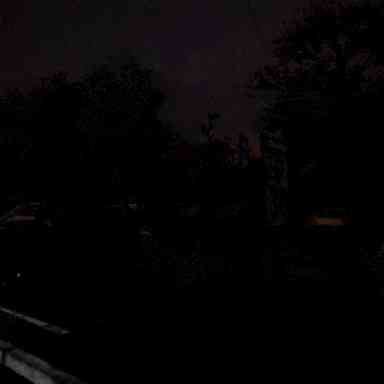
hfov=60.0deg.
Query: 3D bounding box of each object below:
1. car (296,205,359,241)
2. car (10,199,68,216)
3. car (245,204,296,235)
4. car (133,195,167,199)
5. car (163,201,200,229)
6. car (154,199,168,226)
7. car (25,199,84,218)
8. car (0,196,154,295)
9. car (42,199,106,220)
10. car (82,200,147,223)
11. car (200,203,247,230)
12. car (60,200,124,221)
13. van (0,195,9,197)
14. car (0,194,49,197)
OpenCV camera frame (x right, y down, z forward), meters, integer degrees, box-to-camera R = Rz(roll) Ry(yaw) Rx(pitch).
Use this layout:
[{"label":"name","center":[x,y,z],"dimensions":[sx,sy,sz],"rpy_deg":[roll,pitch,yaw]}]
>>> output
[{"label":"car","center":[7.347,1.486,17.201],"dimensions":[1.946,1.575,5.366],"rpy_deg":[0,0,35]},{"label":"car","center":[-15.231,1.509,33.357],"dimensions":[2.163,1.488,4.792],"rpy_deg":[0,0,35]},{"label":"car","center":[5.202,1.520,18.974],"dimensions":[2.163,1.488,4.792],"rpy_deg":[0,0,35]},{"label":"car","center":[-3.910,1.246,25.318],"dimensions":[2.435,2.045,5.566],"rpy_deg":[0,0,35]},{"label":"car","center":[0.649,1.494,22.150],"dimensions":[2.097,1.535,5.008],"rpy_deg":[0,0,35]},{"label":"car","center":[-1.621,1.495,23.748],"dimensions":[2.097,1.535,5.008],"rpy_deg":[0,0,35]},{"label":"car","center":[-12.988,1.521,31.708],"dimensions":[2.163,1.488,4.792],"rpy_deg":[0,0,35]},{"label":"car","center":[-3.918,1.239,9.329],"dimensions":[2.435,2.045,5.566],"rpy_deg":[0,0,35]},{"label":"car","center":[-10.599,1.492,30.287],"dimensions":[1.946,1.575,5.366],"rpy_deg":[0,0,35]},{"label":"car","center":[-6.166,1.500,26.933],"dimensions":[2.231,1.521,4.892],"rpy_deg":[0,0,35]},{"label":"car","center":[2.920,1.493,20.553],"dimensions":[2.231,1.521,4.892],"rpy_deg":[0,0,35]},{"label":"car","center":[-8.437,1.498,28.533],"dimensions":[2.097,1.535,5.008],"rpy_deg":[0,0,35]},{"label":"van","center":[-10.712,1.269,14.288],"dimensions":[1.878,1.987,4.442],"rpy_deg":[0,0,35]},{"label":"car","center":[-17.532,1.215,34.907],"dimensions":[2.435,2.045,5.566],"rpy_deg":[0,0,35]}]
